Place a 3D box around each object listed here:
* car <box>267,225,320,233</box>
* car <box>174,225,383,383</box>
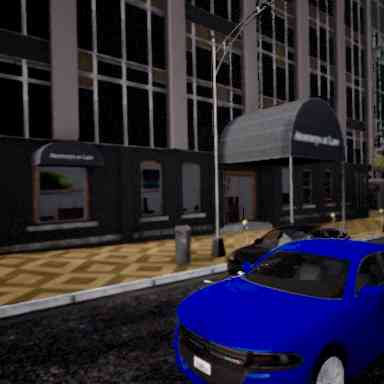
[{"bbox_3d":[2.924,1.620,9.300,4.313,1.339,1.947,0,-1,-39],"label":"car"},{"bbox_3d":[2.005,1.505,5.038,5.008,1.535,1.882,0,-1,-40],"label":"car"}]
